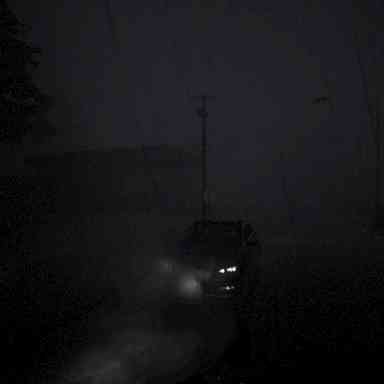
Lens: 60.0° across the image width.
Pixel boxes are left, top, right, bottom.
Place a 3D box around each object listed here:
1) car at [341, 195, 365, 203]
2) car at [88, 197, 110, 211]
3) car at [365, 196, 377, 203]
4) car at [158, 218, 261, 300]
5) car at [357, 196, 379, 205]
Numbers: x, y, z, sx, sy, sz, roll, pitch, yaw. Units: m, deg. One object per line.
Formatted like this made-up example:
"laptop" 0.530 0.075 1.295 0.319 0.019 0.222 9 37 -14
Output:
"car" 29.574 1.347 61.770 3.633 1.501 1.845 0 0 28
"car" -10.764 1.401 39.432 1.845 1.501 3.633 0 0 17
"car" 32.118 1.430 60.603 4.536 1.218 1.853 0 0 -43
"car" 0.692 1.485 8.579 2.128 1.511 4.902 0 0 17
"car" 32.155 1.588 60.639 4.974 1.542 2.038 0 0 -43
